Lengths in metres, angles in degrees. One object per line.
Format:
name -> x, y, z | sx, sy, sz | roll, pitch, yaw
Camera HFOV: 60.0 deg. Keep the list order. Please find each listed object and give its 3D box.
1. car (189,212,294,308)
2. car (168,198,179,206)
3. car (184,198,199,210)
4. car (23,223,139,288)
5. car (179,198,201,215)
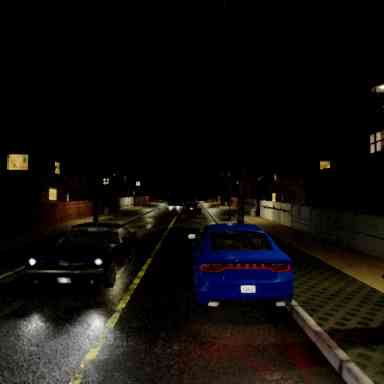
car -> 0.940, 1.487, 8.081 | 1.882, 1.535, 5.008 | 0, 0, 0
car -> -2.915, 1.642, 55.233 | 1.994, 1.385, 4.181 | 0, 0, 0
car -> -0.075, 1.565, 44.656 | 1.837, 1.490, 4.892 | 0, 0, 0
car -> -2.777, 1.611, 9.416 | 1.895, 1.301, 4.718 | 0, 0, 0
car -> -0.035, 1.609, 34.775 | 1.994, 1.385, 4.181 | 0, 0, 1
